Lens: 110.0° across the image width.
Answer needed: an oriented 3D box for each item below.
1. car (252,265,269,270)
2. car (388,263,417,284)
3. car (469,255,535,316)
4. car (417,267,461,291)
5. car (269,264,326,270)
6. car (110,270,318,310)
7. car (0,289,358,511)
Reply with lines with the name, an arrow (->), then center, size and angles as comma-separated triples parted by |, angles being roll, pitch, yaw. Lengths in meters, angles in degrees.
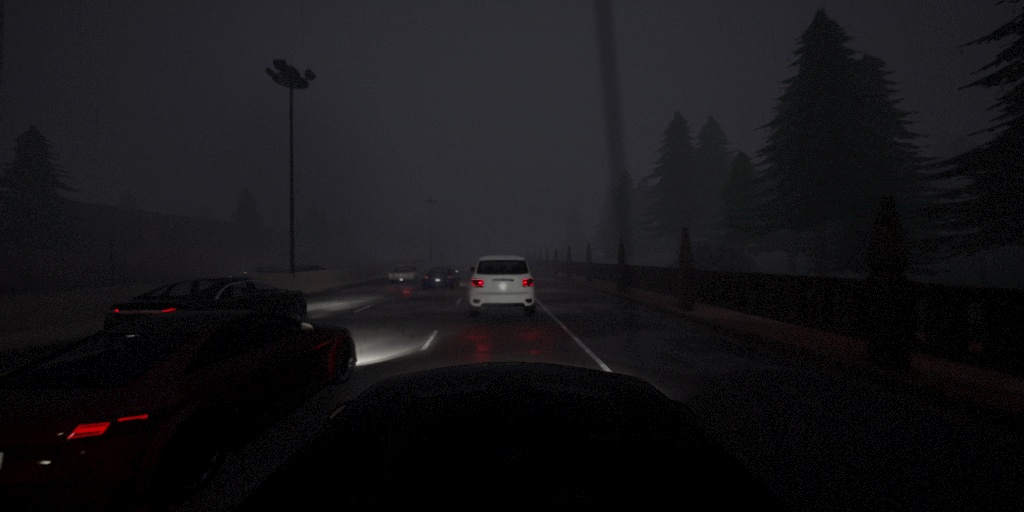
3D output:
car -> -18.846, 1.488, 26.936 | 1.895, 1.301, 4.718 | 0, 0, -3
car -> -8.213, 1.433, 28.419 | 1.895, 1.301, 4.718 | 0, 0, -3
car -> -0.408, 0.990, 13.595 | 2.150, 2.045, 5.566 | 0, 0, -3
car -> -4.405, 1.367, 22.756 | 1.994, 1.385, 4.181 | 0, 0, -3
car -> -15.313, 1.372, 26.453 | 1.837, 1.490, 4.892 | 0, 0, -3
car -> -7.228, 1.291, 9.211 | 2.128, 1.511, 4.902 | 0, 0, -2
car -> -3.583, 1.337, 4.388 | 1.994, 1.385, 4.181 | 0, 0, -1
